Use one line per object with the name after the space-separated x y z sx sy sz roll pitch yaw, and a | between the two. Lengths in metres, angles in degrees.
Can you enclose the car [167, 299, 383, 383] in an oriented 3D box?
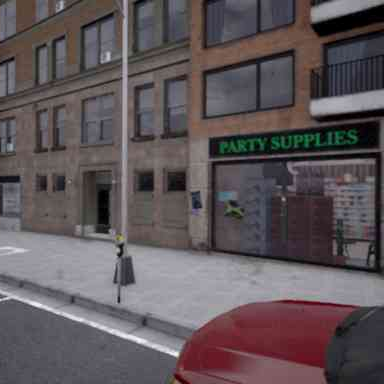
2.090 1.312 1.577 5.009 1.841 2.192 0 0 35 | car
